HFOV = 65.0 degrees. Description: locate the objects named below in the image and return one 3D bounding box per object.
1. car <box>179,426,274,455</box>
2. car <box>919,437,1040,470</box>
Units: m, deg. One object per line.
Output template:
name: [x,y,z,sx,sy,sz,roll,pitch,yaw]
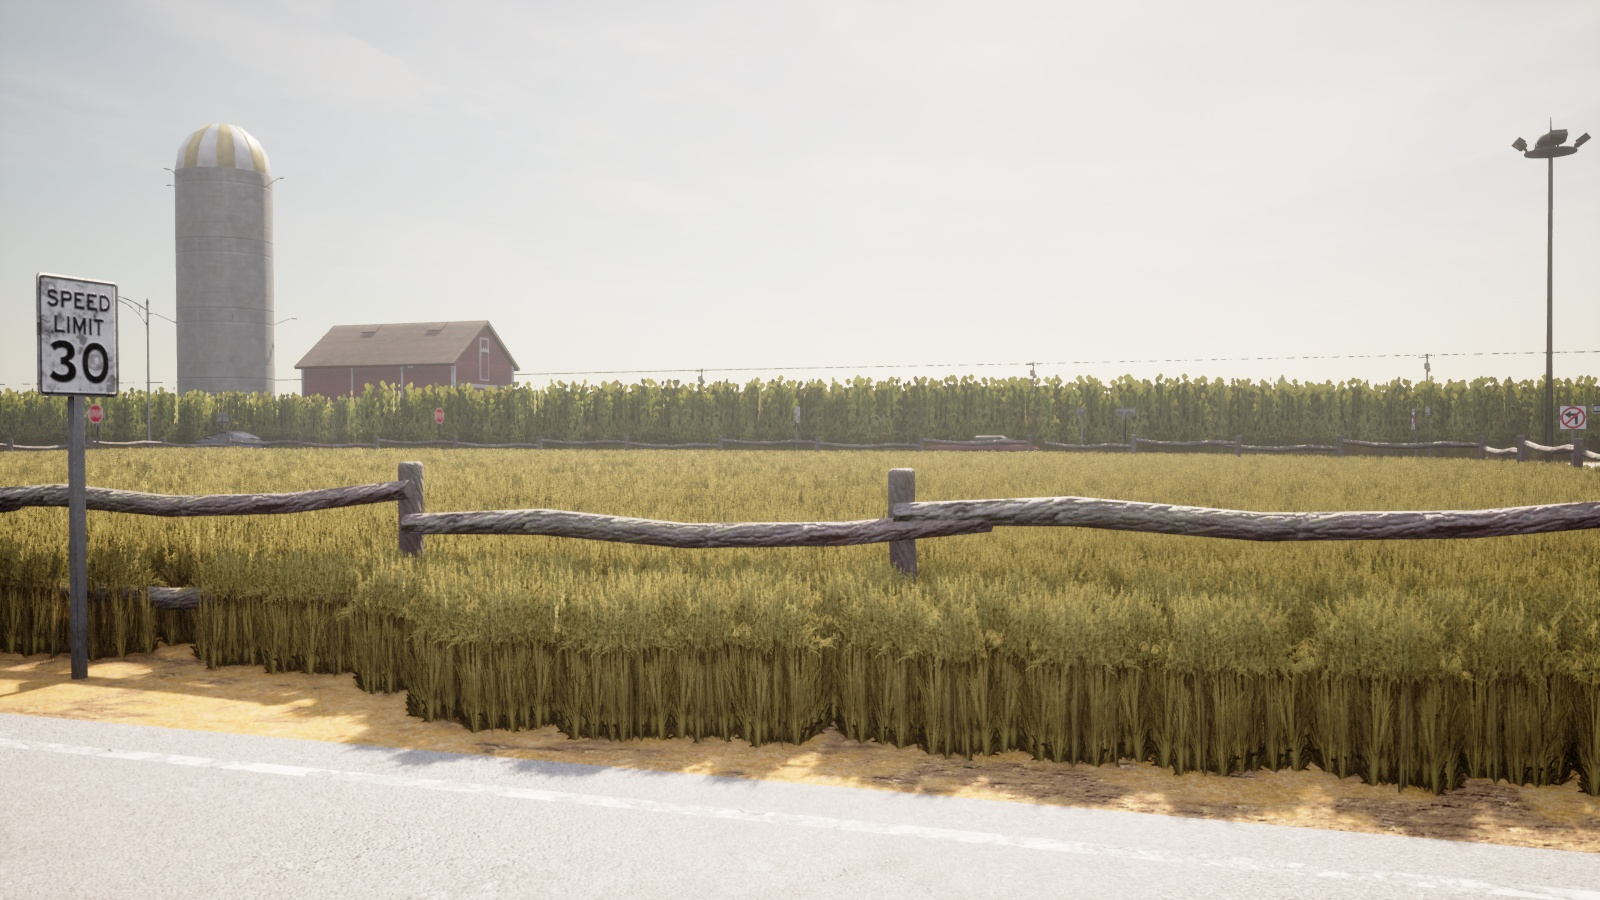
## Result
car: [-29.556,-0.491,64.770,4.181,1.385,1.994,0,1,19]
car: [7.488,0.112,52.253,4.718,1.301,1.895,1,1,18]
